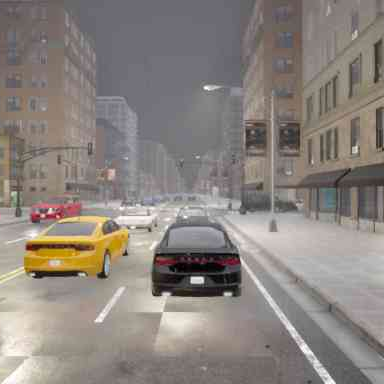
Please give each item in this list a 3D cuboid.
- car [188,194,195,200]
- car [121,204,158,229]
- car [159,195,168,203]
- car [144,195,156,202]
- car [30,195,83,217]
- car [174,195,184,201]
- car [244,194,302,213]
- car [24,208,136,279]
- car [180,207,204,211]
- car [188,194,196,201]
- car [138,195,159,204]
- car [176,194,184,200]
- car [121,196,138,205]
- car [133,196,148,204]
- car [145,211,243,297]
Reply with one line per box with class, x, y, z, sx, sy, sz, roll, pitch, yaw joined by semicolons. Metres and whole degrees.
car;-0.022;1.329;91.211;1.882;1.535;5.008;0;0;0
car;-3.155;1.601;20.003;1.895;1.301;4.718;0;0;0
car;-6.521;1.515;68.568;1.812;1.442;4.674;0;0;0
car;-9.769;1.511;76.965;2.128;1.511;4.902;0;0;0
car;-9.857;1.223;24.748;2.150;2.045;5.566;0;0;0
car;-3.270;1.483;80.790;1.837;1.490;4.892;0;0;0
car;8.004;1.239;34.505;5.566;2.045;2.150;0;0;1
car;-3.154;1.478;10.108;1.882;1.535;5.008;0;0;0
car;-0.004;1.548;18.442;2.033;1.411;5.357;0;0;0
car;-0.019;1.461;80.791;1.882;1.535;5.008;0;0;0
car;-6.597;1.522;50.561;1.812;1.442;4.674;0;0;0
car;-3.272;1.391;91.210;2.033;1.411;5.357;0;0;0
car;-9.857;1.501;52.230;1.837;1.490;4.892;0;0;0
car;-9.804;1.481;63.746;2.128;1.511;4.902;0;0;1
car;0.098;1.478;8.623;1.882;1.535;5.008;0;0;0
